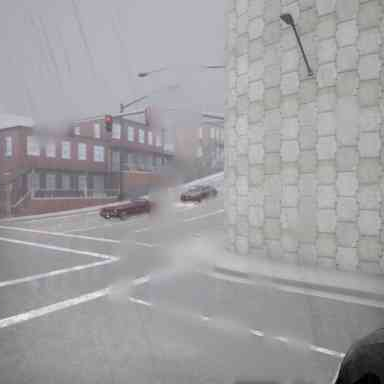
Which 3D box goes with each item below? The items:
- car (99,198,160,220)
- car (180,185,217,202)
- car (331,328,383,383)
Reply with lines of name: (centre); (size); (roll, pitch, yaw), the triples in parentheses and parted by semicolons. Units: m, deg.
car: (-4.560, 1.187, 24.729); (1.895, 1.301, 4.718); (0, 5, 35)
car: (0.675, 0.077, 32.116); (1.994, 1.385, 4.181); (0, 9, 36)
car: (3.308, 1.492, 1.604); (4.902, 1.511, 2.128); (0, 0, 36)
